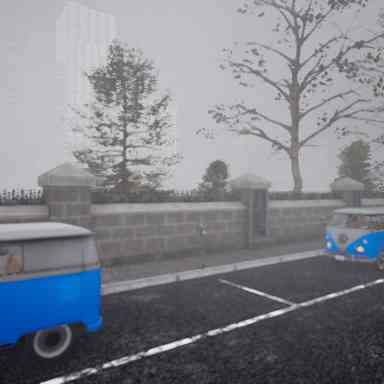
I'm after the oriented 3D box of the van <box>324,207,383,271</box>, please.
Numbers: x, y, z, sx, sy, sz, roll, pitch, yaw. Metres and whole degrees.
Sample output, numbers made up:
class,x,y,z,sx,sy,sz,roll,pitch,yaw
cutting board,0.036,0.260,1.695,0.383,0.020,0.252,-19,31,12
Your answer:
class,x,y,z,sx,sy,sz,roll,pitch,yaw
van,5.978,1.385,10.817,3.998,1.788,1.690,0,0,-35

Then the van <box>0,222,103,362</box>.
class,x,y,z,sx,sy,sz,roll,pitch,yaw
van,-3.193,1.341,4.282,3.998,1.788,1.690,0,0,-35
